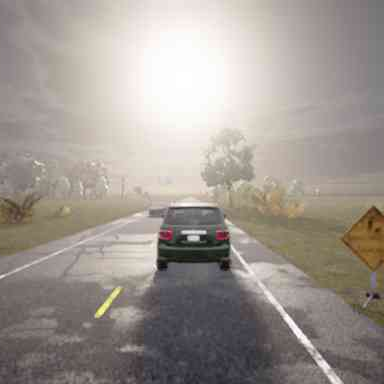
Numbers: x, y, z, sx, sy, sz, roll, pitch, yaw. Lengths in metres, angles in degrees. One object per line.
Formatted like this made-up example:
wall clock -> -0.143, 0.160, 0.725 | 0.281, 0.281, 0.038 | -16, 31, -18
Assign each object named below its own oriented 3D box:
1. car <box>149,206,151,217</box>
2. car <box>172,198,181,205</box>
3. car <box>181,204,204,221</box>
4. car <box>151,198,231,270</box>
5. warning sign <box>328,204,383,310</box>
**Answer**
car -> -3.656, 1.881, 36.946 | 1.882, 1.535, 5.008 | 0, -1, 0
car -> -3.625, 2.193, 77.468 | 1.837, 1.490, 4.892 | 0, -1, 0
car -> 0.045, 1.892, 31.656 | 2.033, 1.411, 5.357 | 0, -1, 0
car -> 0.060, 1.347, 11.592 | 2.150, 2.045, 5.566 | 0, 0, 0
warning sign -> 3.538, 1.185, 6.508 | 1.300, 1.860, 1.060 | 0, -1, 0
